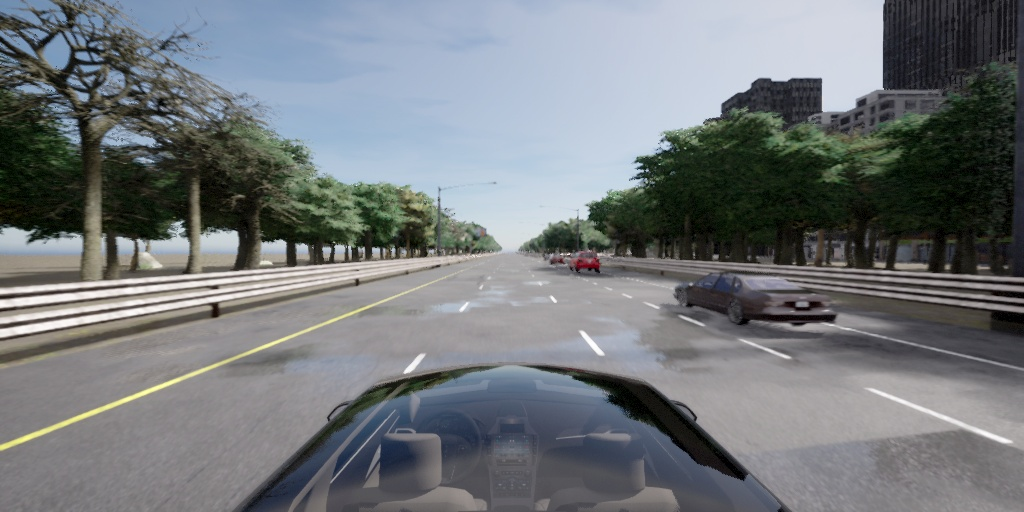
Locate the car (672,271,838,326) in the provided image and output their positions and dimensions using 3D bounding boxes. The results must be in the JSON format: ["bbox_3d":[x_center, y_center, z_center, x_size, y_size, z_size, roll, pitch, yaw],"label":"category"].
[{"bbox_3d":[7.004,1.185,11.168,2.033,1.411,5.357,0,1,0],"label":"car"}]

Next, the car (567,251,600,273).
[{"bbox_3d":[7.010,0.572,35.119,2.150,2.045,5.566,0,1,0],"label":"car"}]

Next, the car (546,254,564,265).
[{"bbox_3d":[7.016,0.431,57.052,2.097,1.767,4.553,0,1,0],"label":"car"}]
